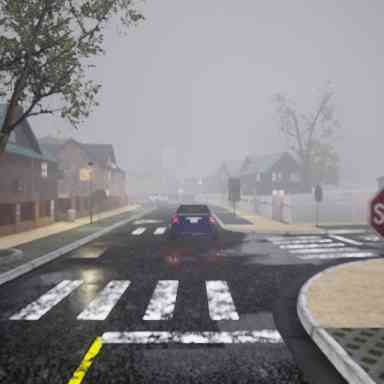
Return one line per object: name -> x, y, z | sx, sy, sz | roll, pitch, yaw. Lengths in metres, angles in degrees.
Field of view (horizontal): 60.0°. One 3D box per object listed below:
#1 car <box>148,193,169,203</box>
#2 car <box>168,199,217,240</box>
car -> -6.686, 1.178, 65.688 | 2.150, 2.045, 5.566 | 0, 0, -34
car -> 0.078, 1.294, 16.628 | 2.097, 1.767, 4.553 | 0, 0, 0
